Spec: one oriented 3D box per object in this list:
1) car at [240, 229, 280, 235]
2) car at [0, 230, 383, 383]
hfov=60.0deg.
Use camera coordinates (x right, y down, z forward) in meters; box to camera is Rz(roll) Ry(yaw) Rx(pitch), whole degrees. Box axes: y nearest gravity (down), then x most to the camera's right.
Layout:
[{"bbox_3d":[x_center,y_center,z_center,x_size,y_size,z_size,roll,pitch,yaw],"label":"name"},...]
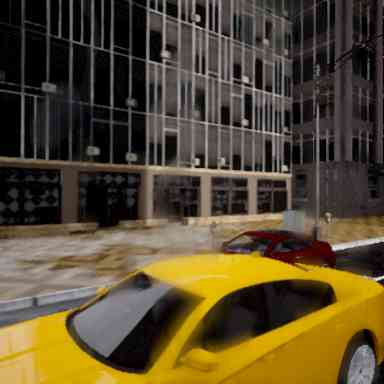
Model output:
[{"bbox_3d":[1.693,1.565,7.758,4.206,1.307,1.802,0,1,-35],"label":"car"},{"bbox_3d":[0.073,1.472,3.425,5.008,1.535,1.882,0,0,-35],"label":"car"}]
